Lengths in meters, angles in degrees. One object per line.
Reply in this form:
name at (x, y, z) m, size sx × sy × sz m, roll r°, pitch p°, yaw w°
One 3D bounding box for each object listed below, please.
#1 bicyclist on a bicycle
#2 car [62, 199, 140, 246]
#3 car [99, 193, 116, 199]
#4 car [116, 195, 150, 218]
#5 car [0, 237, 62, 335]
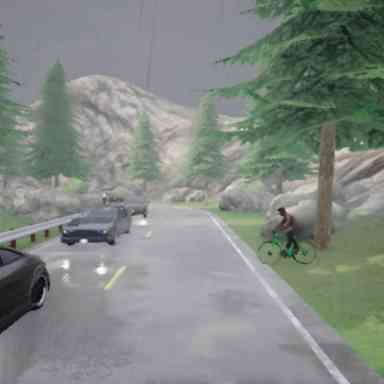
bicyclist on a bicycle at (2.627, 1.224, 9.181) m, size 1.656 × 1.620 × 0.582 m, roll 0°, pitch 2°, yaw -2°
car at (-3.754, 1.265, 14.160) m, size 2.033 × 1.411 × 5.357 m, roll 0°, pitch 1°, yaw 0°
car at (-10.822, 0.780, 41.394) m, size 4.718 × 1.301 × 1.895 m, roll 1°, pitch 1°, yaw 32°
car at (-4.163, 1.009, 24.555) m, size 1.837 × 1.490 × 4.892 m, roll 0°, pitch 1°, yaw -5°
car at (-3.656, 1.477, 4.639) m, size 1.994 × 1.385 × 4.181 m, roll 0°, pitch 1°, yaw -1°
